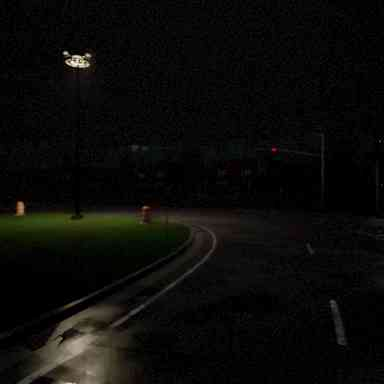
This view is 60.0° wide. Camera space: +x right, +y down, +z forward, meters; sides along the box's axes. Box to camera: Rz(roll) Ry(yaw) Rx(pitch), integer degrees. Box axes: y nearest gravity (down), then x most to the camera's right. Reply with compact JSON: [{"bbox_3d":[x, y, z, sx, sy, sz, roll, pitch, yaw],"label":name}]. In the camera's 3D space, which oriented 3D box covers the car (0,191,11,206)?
[{"bbox_3d":[-27.135,0.912,45.505,5.566,2.045,2.150,0,0,30],"label":"car"}]
